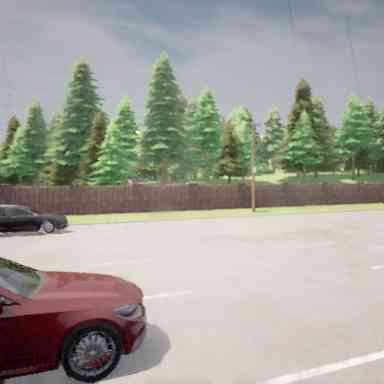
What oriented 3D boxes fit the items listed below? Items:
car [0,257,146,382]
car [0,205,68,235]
[{"bbox_3d":[-2.921,1.516,4.133,4.674,1.442,1.812,-1,1,-21],"label":"car"},{"bbox_3d":[-8.897,1.419,16.830,4.892,1.490,1.837,-1,1,-21],"label":"car"}]
